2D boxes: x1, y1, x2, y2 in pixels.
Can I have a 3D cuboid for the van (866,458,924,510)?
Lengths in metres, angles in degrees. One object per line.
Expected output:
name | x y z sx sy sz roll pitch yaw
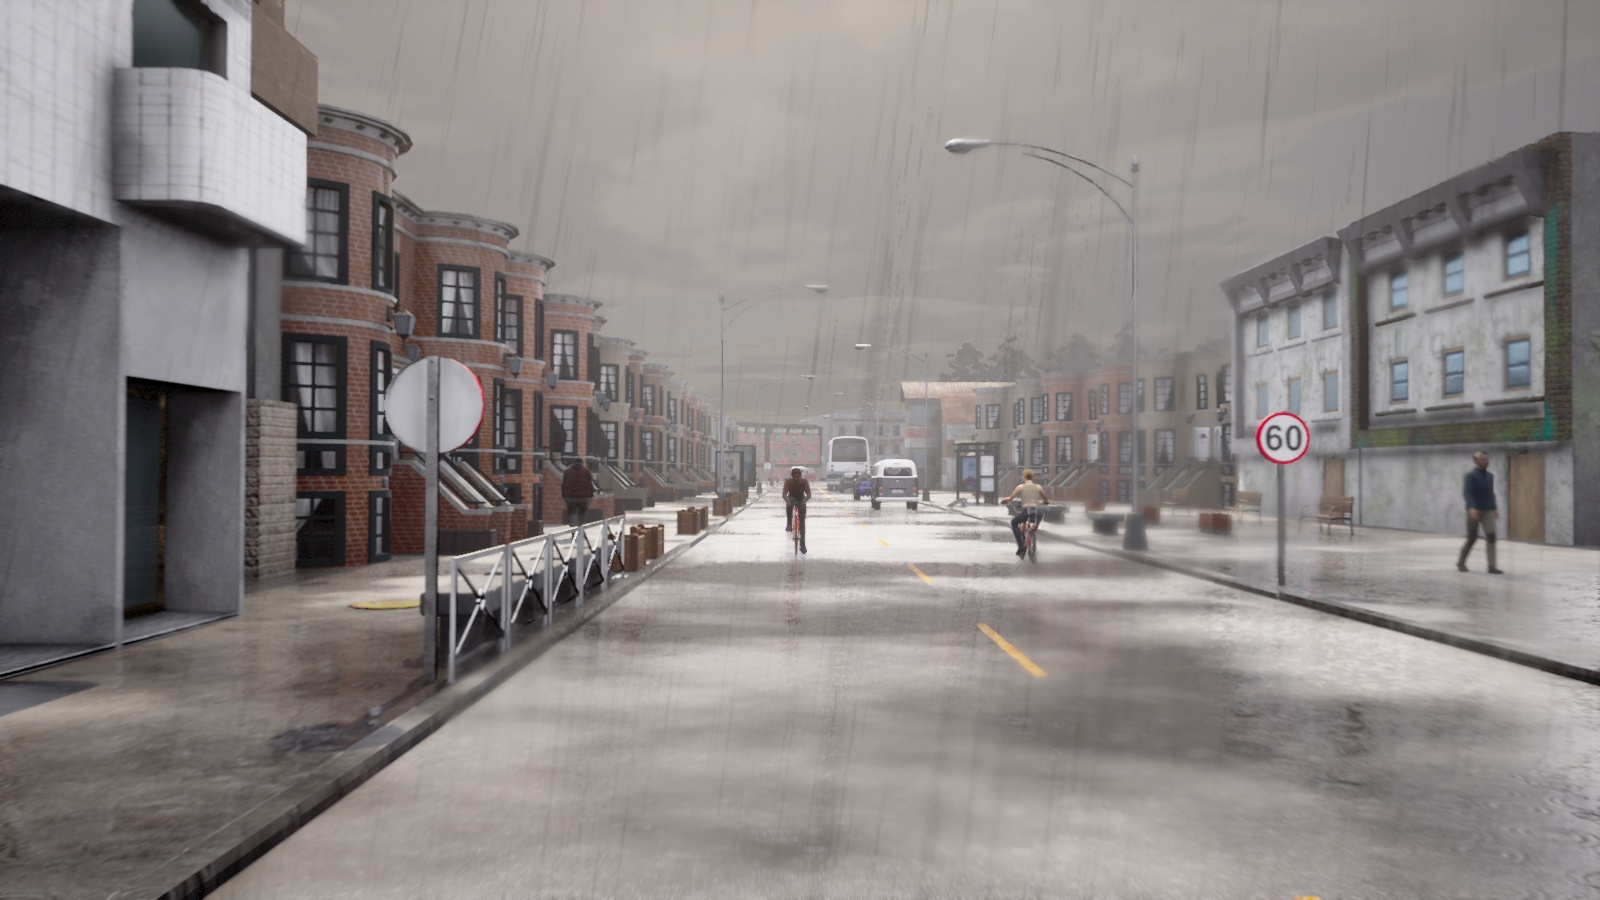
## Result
van | 3.897 1.396 52.161 2.069 2.038 4.480 0 -1 0

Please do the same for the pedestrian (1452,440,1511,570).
pedestrian | 9.905 0.790 18.268 0.402 1.842 0.726 0 -1 -5

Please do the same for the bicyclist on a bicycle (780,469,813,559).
bicyclist on a bicycle | -0.061 1.161 23.482 0.582 1.620 1.656 0 -1 0

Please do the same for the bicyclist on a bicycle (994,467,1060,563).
bicyclist on a bicycle | 3.943 1.102 21.901 0.866 1.612 1.509 0 -1 0

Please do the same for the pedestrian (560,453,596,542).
pedestrian | -4.660 0.985 26.391 0.634 1.844 0.899 0 -1 -3

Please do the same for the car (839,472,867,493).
car | 3.865 2.355 92.654 1.837 1.490 4.892 0 -1 0

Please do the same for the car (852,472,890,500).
car | 3.884 1.969 69.058 1.816 1.474 4.193 0 -1 0
